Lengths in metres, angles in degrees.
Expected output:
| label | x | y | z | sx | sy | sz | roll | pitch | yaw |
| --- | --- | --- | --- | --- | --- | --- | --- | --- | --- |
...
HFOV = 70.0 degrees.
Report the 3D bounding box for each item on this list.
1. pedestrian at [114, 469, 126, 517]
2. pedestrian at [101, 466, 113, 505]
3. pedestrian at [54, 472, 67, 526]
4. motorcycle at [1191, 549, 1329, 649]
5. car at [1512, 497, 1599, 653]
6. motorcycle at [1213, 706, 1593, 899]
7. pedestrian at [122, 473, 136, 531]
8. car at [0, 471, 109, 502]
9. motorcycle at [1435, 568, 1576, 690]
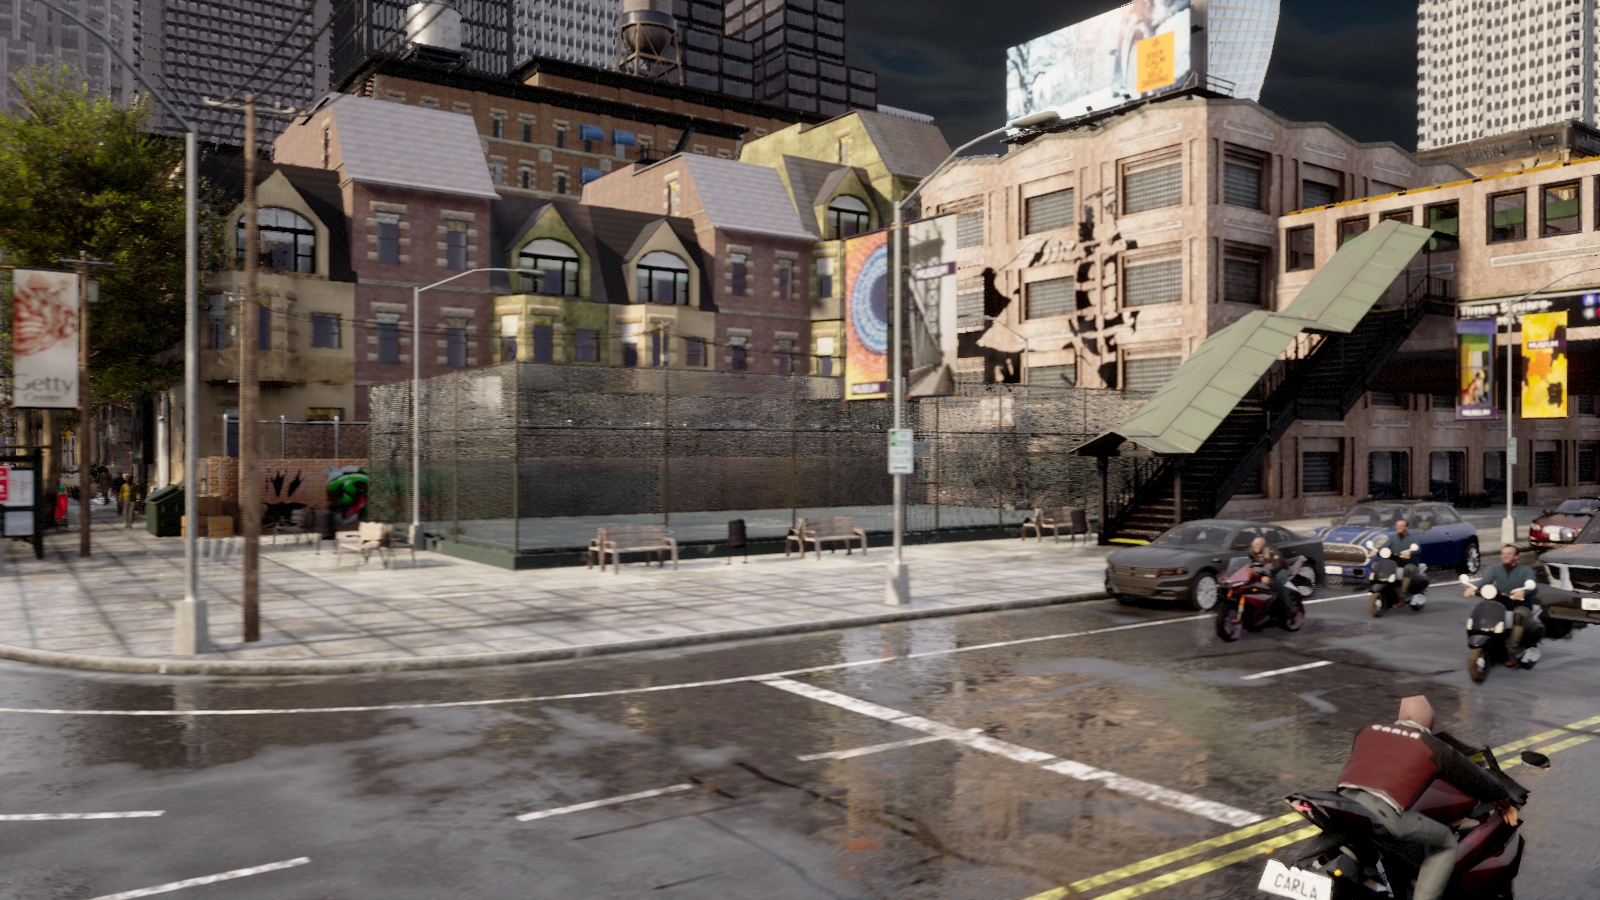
| label | x | y | z | sx | sy | sz | roll | pitch | yaw |
| --- | --- | --- | --- | --- | --- | --- | --- | --- | --- |
| pedestrian | -26.972 | 1.697 | 45.335 | 0.375 | 1.860 | 0.375 | 0 | 0 | -35 |
| pedestrian | -33.164 | 1.697 | 54.707 | 0.375 | 1.860 | 0.375 | 0 | 0 | -10 |
| pedestrian | -25.887 | 1.699 | 39.999 | 0.375 | 1.860 | 0.375 | 0 | 0 | -36 |
| motorcycle | 6.947 | 2.205 | 17.206 | 2.209 | 1.251 | 0.867 | 0 | 0 | -35 |
| car | 13.262 | 1.780 | 17.361 | 5.566 | 2.045 | 2.150 | 0 | 0 | -35 |
| motorcycle | 3.243 | 2.205 | 6.056 | 2.209 | 1.251 | 0.867 | 0 | 0 | -35 |
| pedestrian | -22.020 | 1.697 | 37.504 | 0.375 | 1.860 | 0.375 | 0 | 0 | -26 |
| car | -41.291 | 1.993 | 63.051 | 5.027 | 1.651 | 2.152 | 0 | 0 | -18 |
| motorcycle | 8.791 | 2.182 | 14.223 | 1.805 | 1.236 | 0.856 | 0 | 0 | -35 |
